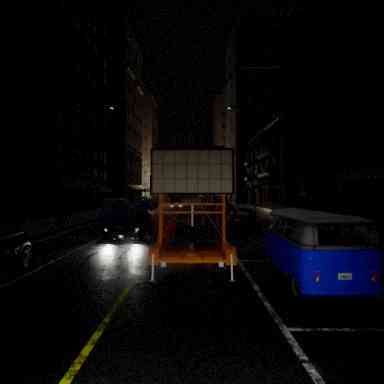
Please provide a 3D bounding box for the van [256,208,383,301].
[{"bbox_3d":[2.864,1.340,8.066,1.690,1.788,3.998,0,0,0],"label":"van"}]

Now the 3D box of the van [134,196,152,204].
[{"bbox_3d":[-5.634,1.340,35.581,1.690,1.788,3.998,0,0,0],"label":"van"}]

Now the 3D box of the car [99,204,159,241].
[{"bbox_3d":[-3.082,1.546,17.067,2.033,1.411,5.357,0,0,0],"label":"car"}]

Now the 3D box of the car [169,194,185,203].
[{"bbox_3d":[-2.940,1.231,62.380,2.150,2.045,5.566,0,0,0],"label":"car"}]

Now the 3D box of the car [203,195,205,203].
[{"bbox_3d":[2.903,1.442,46.576,1.967,1.590,4.097,0,0,0],"label":"car"}]

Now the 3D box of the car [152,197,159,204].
[{"bbox_3d":[-5.628,1.566,41.083,1.947,1.339,4.313,0,0,0],"label":"car"}]

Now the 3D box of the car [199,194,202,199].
[{"bbox_3d":[2.925,1.576,68.581,1.947,1.339,4.313,0,0,0],"label":"car"}]

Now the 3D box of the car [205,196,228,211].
[{"bbox_3d":[2.892,1.315,35.572,2.192,1.841,5.009,0,0,0],"label":"car"}]

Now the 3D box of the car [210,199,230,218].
[{"bbox_3d":[2.887,1.581,30.071,1.802,1.307,4.206,0,0,0],"label":"car"}]

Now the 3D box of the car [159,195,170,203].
[{"bbox_3d":[-5.601,1.450,68.590,1.967,1.590,4.097,0,0,0],"label":"car"}]

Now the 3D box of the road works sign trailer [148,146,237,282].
[{"bbox_3d":[0.010,0.464,9.747,2.380,3.560,2.880,0,0,0],"label":"road works sign trailer"}]

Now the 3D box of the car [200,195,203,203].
[{"bbox_3d":[2.914,1.556,57.578,2.008,1.369,4.403,0,0,0],"label":"car"}]

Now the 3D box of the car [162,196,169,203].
[{"bbox_3d":[-5.611,1.571,57.587,1.947,1.339,4.313,0,0,0],"label":"car"}]

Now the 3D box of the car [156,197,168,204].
[{"bbox_3d":[-5.606,1.590,63.088,1.802,1.307,4.206,0,0,0],"label":"car"}]

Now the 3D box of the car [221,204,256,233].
[{"bbox_3d":[2.876,1.581,19.069,1.802,1.307,4.206,0,0,0],"label":"car"}]

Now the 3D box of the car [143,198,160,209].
[{"bbox_3d":[-5.622,1.584,46.584,1.802,1.307,4.206,0,0,0],"label":"car"}]

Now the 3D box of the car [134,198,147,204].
[{"bbox_3d":[-5.639,1.550,30.080,2.008,1.369,4.403,0,0,0],"label":"car"}]

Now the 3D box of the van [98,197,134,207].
[{"bbox_3d":[-5.645,1.340,24.580,1.690,1.788,3.998,0,0,0],"label":"van"}]

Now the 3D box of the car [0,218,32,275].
[{"bbox_3d":[-5.661,1.439,8.075,1.967,1.590,4.097,0,0,0],"label":"car"}]
